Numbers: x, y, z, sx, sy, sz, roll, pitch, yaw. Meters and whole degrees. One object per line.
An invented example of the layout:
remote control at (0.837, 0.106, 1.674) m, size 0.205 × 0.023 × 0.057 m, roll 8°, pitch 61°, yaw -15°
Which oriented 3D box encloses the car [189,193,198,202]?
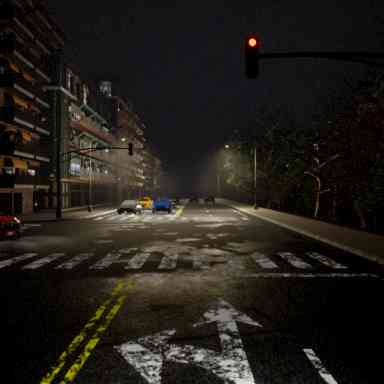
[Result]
car at (0.341, 1.253, 76.588) m, size 2.150 × 2.045 × 5.566 m, roll 0°, pitch 0°, yaw 0°

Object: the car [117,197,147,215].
car at (-6.438, 1.552, 34.920) m, size 2.033 × 1.411 × 5.357 m, roll 0°, pitch 0°, yaw 0°

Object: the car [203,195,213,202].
car at (3.590, 1.498, 76.496) m, size 2.033 × 1.411 × 5.357 m, roll 0°, pitch 0°, yaw 0°

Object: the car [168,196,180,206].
car at (-3.004, 1.518, 55.900) m, size 1.837 × 1.490 × 4.892 m, roll 0°, pitch 0°, yaw 0°

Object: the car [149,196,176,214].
car at (-3.179, 1.482, 36.357) m, size 1.882 × 1.535 × 5.008 m, roll 0°, pitch 0°, yaw 1°

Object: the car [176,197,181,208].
car at (-3.090, 1.500, 45.838) m, size 2.128 × 1.511 × 4.902 m, roll 0°, pitch 0°, yaw 1°

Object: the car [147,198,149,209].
car at (-6.354, 1.485, 44.572) m, size 1.882 × 1.535 × 5.008 m, roll 0°, pitch 0°, yaw 1°

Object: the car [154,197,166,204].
car at (-6.212, 1.620, 65.036) m, size 1.895 × 1.301 × 4.718 m, roll 0°, pitch 0°, yaw 0°

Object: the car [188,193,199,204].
car at (0.385, 1.511, 63.955) m, size 2.128 × 1.511 × 4.902 m, roll 0°, pitch 0°, yaw 0°

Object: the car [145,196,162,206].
car at (-6.260, 1.505, 54.712) m, size 2.128 × 1.511 × 4.902 m, roll 0°, pitch 0°, yaw 0°

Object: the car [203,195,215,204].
car at (3.543, 1.525, 66.077) m, size 1.837 × 1.490 × 4.892 m, roll 0°, pitch 0°, yaw 0°

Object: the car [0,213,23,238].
car at (-11.011, 1.474, 16.915) m, size 4.553 × 1.767 × 2.097 m, roll -1°, pitch 0°, yaw 16°
